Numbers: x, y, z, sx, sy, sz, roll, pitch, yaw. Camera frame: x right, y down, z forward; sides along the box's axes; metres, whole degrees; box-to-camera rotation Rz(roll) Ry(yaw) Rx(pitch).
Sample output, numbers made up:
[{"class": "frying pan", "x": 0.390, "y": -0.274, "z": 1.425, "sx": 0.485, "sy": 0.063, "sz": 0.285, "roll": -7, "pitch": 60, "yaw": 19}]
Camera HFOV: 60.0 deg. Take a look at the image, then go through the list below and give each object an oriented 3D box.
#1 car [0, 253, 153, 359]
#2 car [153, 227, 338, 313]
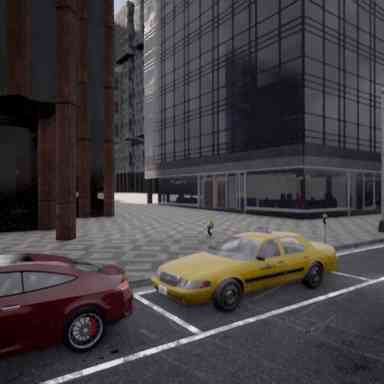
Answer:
[{"class": "car", "x": -2.879, "y": 1.582, "z": 4.596, "sx": 4.206, "sy": 1.307, "sz": 1.802, "roll": 0, "pitch": 0, "yaw": -35}, {"class": "car", "x": 1.418, "y": 1.520, "z": 7.644, "sx": 4.829, "sy": 1.417, "sz": 1.752, "roll": 0, "pitch": 0, "yaw": -35}]
